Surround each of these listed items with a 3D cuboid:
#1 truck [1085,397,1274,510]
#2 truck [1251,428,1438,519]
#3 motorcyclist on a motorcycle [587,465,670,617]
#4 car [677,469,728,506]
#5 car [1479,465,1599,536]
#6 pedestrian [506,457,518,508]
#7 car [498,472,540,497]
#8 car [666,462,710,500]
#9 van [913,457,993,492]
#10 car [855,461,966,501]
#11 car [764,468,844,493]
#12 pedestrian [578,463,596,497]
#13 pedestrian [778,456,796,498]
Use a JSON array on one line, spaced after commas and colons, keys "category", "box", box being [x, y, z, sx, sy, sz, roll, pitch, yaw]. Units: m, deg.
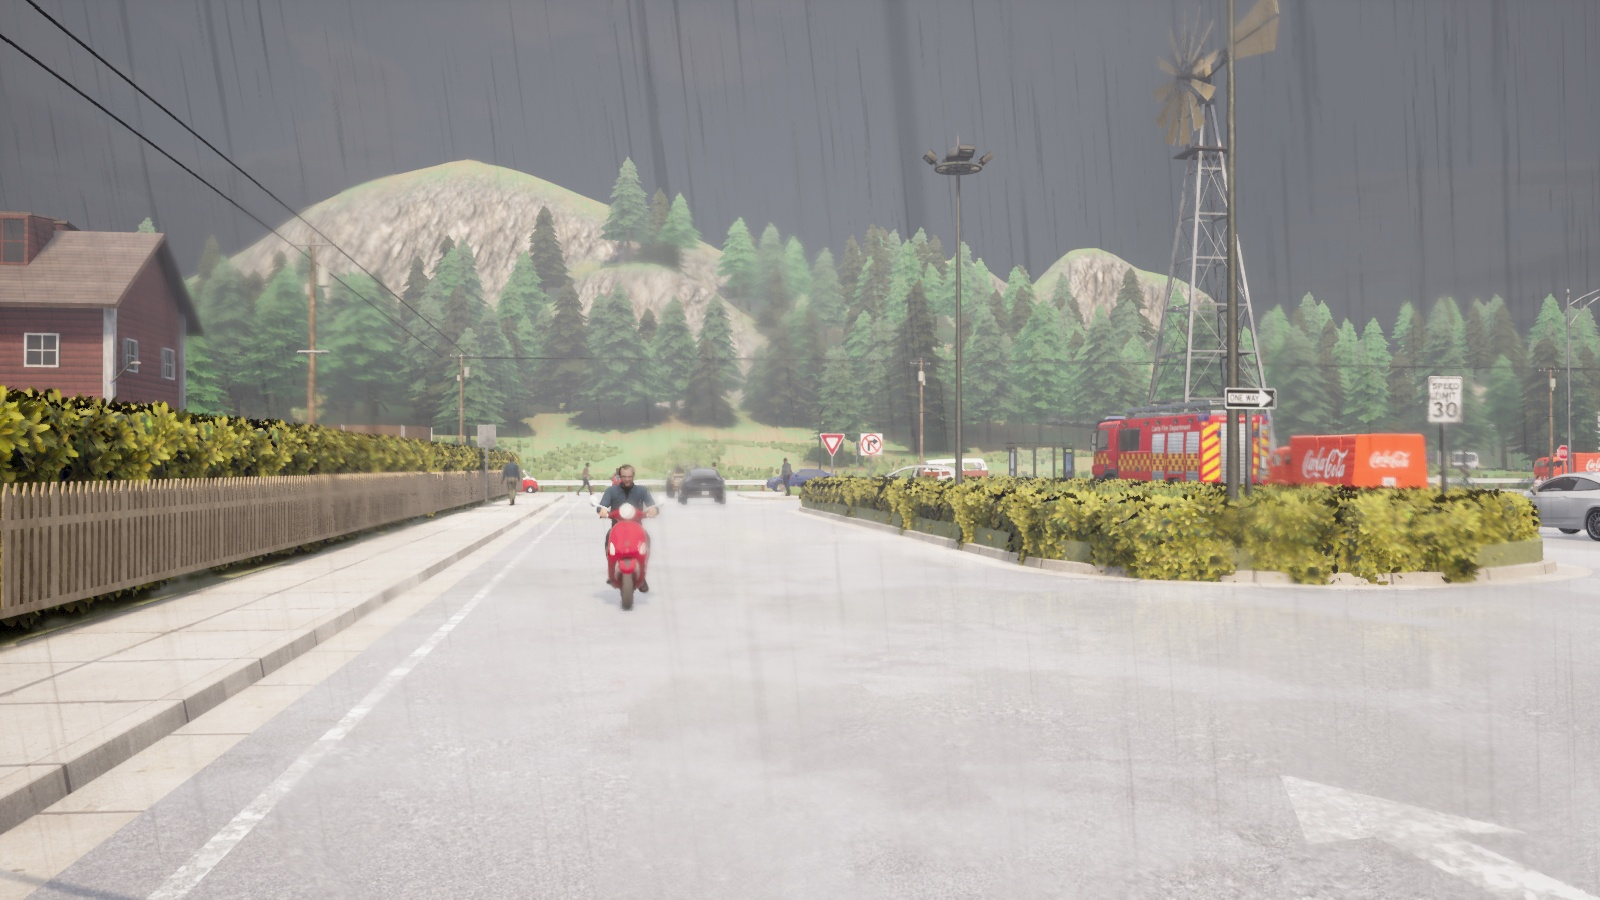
[{"category": "truck", "box": [13.911, 0.158, 46.998, 2.891, 3.827, 8.468, 0, -1, -13]}, {"category": "truck", "box": [15.742, 0.680, 36.714, 2.627, 2.467, 5.204, 0, -1, -8]}, {"category": "motorcyclist on a motorcycle", "box": [-1.948, 0.976, 14.223, 0.866, 1.590, 1.817, 0, -1, -8]}, {"category": "car", "box": [-4.202, 1.574, 53.576, 1.837, 1.490, 4.892, 0, -1, -8]}, {"category": "car", "box": [17.195, 1.056, 27.343, 1.812, 1.442, 4.674, 0, -1, -8]}, {"category": "pedestrian", "box": [-10.552, 1.178, 45.969, 0.370, 1.835, 0.726, 0, -1, -10]}, {"category": "car", "box": [-15.905, 1.961, 71.096, 2.207, 1.376, 1.481, -1, -1, -8]}, {"category": "car", "box": [-5.724, 1.532, 63.541, 1.932, 1.855, 4.605, 0, -1, -9]}, {"category": "van", "box": [9.513, 1.497, 78.243, 4.480, 2.038, 2.069, -1, -1, -8]}, {"category": "car", "box": [4.821, 1.345, 54.410, 4.611, 1.667, 2.242, -1, -1, 10]}, {"category": "car", "box": [0.248, 1.868, 76.924, 4.674, 1.442, 1.812, 0, -1, -8]}, {"category": "pedestrian", "box": [-11.272, 1.588, 66.456, 0.869, 1.805, 0.328, 0, -1, -15]}, {"category": "pedestrian", "box": [-0.605, 1.272, 59.475, 0.423, 1.949, 0.788, 0, -1, -41]}]
